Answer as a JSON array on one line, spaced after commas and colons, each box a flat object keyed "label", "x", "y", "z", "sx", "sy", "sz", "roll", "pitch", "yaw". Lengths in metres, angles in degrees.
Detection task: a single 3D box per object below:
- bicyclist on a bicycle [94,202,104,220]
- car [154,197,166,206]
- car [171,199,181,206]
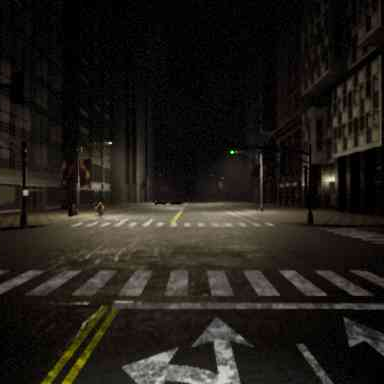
[{"label": "bicyclist on a bicycle", "x": -8.665, "y": 1.758, "z": 31.218, "sx": 0.866, "sy": 1.612, "sz": 1.509, "roll": 0, "pitch": -1, "yaw": 0}, {"label": "car", "x": -6.438, "y": 1.815, "z": 67.995, "sx": 2.097, "sy": 1.767, "sz": 4.553, "roll": 0, "pitch": -1, "yaw": 0}, {"label": "car", "x": -3.188, "y": 2.143, "z": 67.928, "sx": 1.895, "sy": 1.301, "sz": 4.718, "roll": 0, "pitch": -1, "yaw": 0}]
